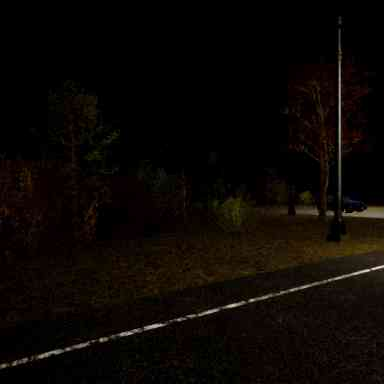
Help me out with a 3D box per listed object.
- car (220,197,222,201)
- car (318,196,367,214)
[{"bbox_3d":[6.266,1.753,58.883,2.150,2.045,5.566,-2,0,-30],"label":"car"},{"bbox_3d":[17.699,1.482,39.572,2.150,2.045,5.566,-2,0,-31],"label":"car"}]
